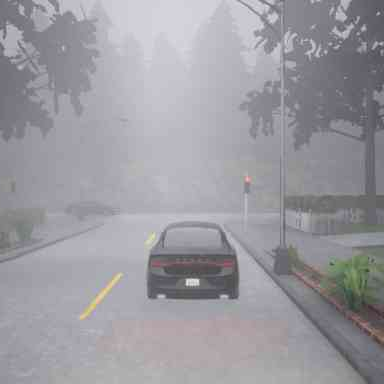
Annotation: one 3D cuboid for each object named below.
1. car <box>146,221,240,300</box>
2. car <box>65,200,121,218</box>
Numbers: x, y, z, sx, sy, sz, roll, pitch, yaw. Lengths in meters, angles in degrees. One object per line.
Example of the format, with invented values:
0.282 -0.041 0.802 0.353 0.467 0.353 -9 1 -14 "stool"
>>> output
0.040 1.478 8.481 1.882 1.535 5.008 0 0 1 "car"
-8.903 1.506 30.031 4.892 1.490 1.837 0 0 0 "car"
